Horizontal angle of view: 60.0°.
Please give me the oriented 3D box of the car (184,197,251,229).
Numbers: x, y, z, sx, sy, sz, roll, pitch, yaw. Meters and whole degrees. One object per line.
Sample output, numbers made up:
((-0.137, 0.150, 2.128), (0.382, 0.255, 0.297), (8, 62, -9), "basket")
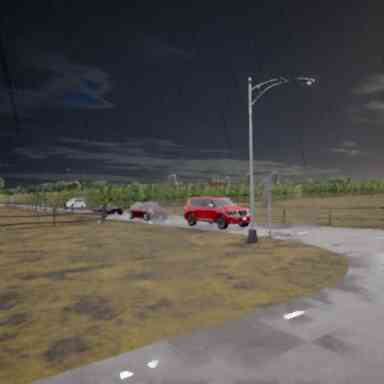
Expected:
((1.632, 1.346, 22.842), (2.150, 2.045, 5.566), (-1, -1, -36), "car")

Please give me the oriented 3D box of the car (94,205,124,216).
((-9.628, 2.100, 38.472), (1.895, 1.301, 4.718), (-1, -1, -36), "car")

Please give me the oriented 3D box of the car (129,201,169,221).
((-4.040, 1.664, 30.715), (2.097, 1.767, 4.553), (-1, -1, -36), "car")

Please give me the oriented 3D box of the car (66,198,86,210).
((-20.367, 2.123, 58.362), (2.150, 2.045, 5.566), (-1, -1, -36), "car")
